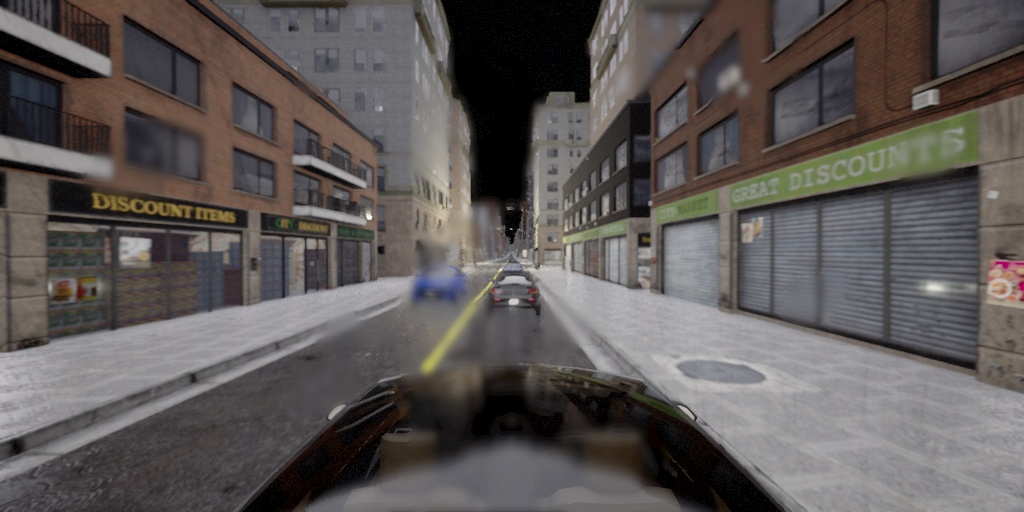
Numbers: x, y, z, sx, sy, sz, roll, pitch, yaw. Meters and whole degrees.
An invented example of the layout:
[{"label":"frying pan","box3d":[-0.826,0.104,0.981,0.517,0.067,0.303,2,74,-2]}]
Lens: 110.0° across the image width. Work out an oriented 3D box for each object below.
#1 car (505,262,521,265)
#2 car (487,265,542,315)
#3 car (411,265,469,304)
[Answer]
[{"label":"car","box3d":[0.092,1.202,31.360,2.033,1.411,5.357,0,0,0]},{"label":"car","box3d":[0.100,1.241,13.345,1.812,1.442,4.674,0,0,0]},{"label":"car","box3d":[-3.084,1.184,16.156,1.882,1.535,5.008,0,0,0]}]
